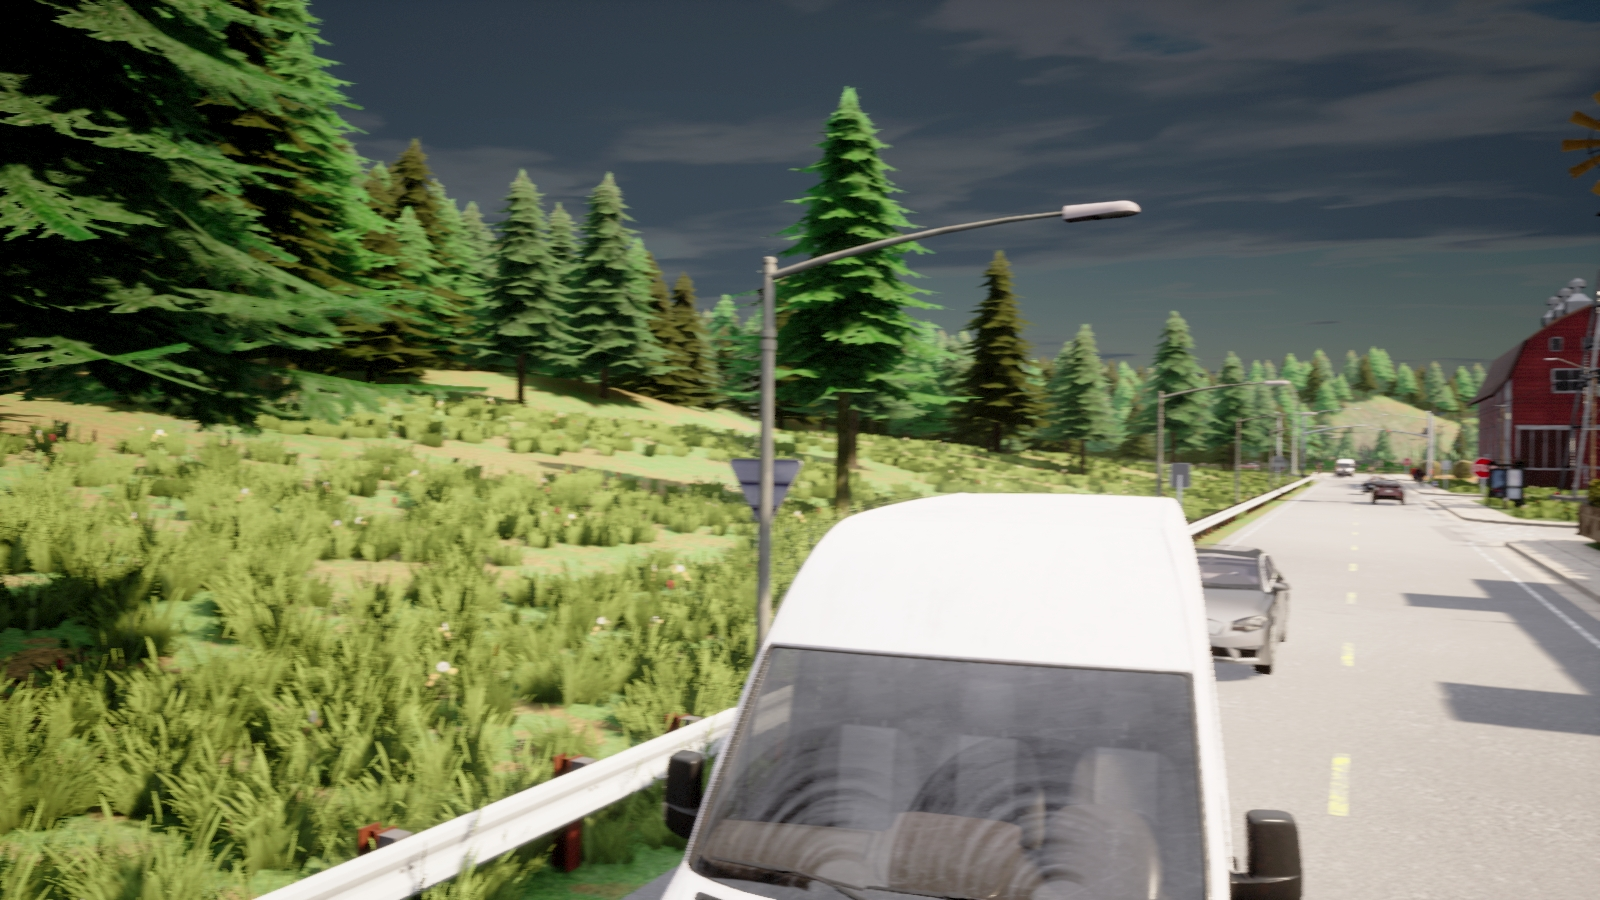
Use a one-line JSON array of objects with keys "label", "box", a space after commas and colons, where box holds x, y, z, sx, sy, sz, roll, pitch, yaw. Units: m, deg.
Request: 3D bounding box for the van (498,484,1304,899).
[{"label": "van", "box": [1.061, 1.536, 5.570, 1.988, 2.561, 5.915, 1, 0, 18]}]

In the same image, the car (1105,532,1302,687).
[{"label": "car", "box": [6.018, 2.134, 16.617, 2.128, 1.511, 4.902, 1, 0, 26]}]
